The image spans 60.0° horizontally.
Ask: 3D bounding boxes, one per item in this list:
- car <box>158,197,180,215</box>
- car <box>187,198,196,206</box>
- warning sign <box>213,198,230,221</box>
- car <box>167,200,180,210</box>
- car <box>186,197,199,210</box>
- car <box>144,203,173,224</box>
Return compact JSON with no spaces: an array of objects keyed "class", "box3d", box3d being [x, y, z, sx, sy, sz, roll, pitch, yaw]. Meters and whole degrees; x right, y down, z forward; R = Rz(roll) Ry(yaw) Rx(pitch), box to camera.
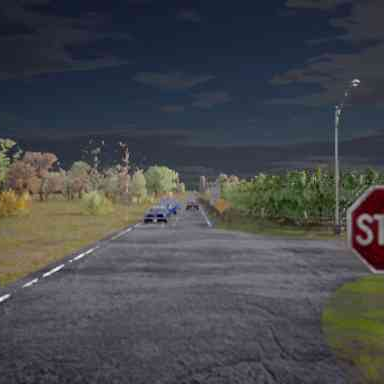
[{"class":"car","box3d":[-2.859,1.618,40.069,2.150,2.045,5.566,0,-1,0]},{"class":"car","box3d":[-0.012,2.151,70.511,1.837,1.490,4.892,0,0,0]},{"class":"warning sign","box3d":[2.441,1.392,27.566,1.300,1.860,1.060,0,-1,0]},{"class":"car","box3d":[-2.846,2.028,52.206,1.812,1.442,4.674,0,-1,0]},{"class":"car","box3d":[0.088,2.006,52.068,1.837,1.490,4.892,0,0,0]},{"class":"car","box3d":[-2.818,1.875,27.291,1.895,1.301,4.718,0,-1,-1]}]
